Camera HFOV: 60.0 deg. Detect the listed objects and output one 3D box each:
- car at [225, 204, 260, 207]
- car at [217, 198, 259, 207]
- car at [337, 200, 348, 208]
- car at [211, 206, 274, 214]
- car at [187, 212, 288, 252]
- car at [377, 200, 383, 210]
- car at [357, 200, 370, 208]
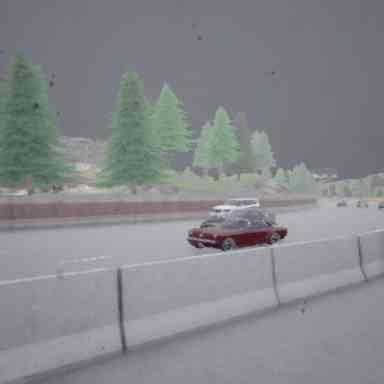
[{"bbox_3d":[4.885,1.884,26.336,4.181,1.385,1.994,0,-1,-44],"label":"car"},{"bbox_3d":[4.137,1.596,30.421,5.566,2.045,2.150,0,-1,-45],"label":"car"},{"bbox_3d":[28.600,2.234,63.069,2.033,1.411,5.357,-1,-1,28],"label":"car"},{"bbox_3d":[2.959,1.792,19.808,5.357,1.411,2.033,0,-1,-41],"label":"car"},{"bbox_3d":[2.066,1.781,14.501,4.718,1.301,1.895,0,-1,-39],"label":"car"},{"bbox_3d":[30.077,2.049,51.681,1.837,1.490,4.892,0,-1,32],"label":"car"},{"bbox_3d":[30.840,2.149,59.896,2.128,1.511,4.902,-1,-1,30],"label":"car"}]
